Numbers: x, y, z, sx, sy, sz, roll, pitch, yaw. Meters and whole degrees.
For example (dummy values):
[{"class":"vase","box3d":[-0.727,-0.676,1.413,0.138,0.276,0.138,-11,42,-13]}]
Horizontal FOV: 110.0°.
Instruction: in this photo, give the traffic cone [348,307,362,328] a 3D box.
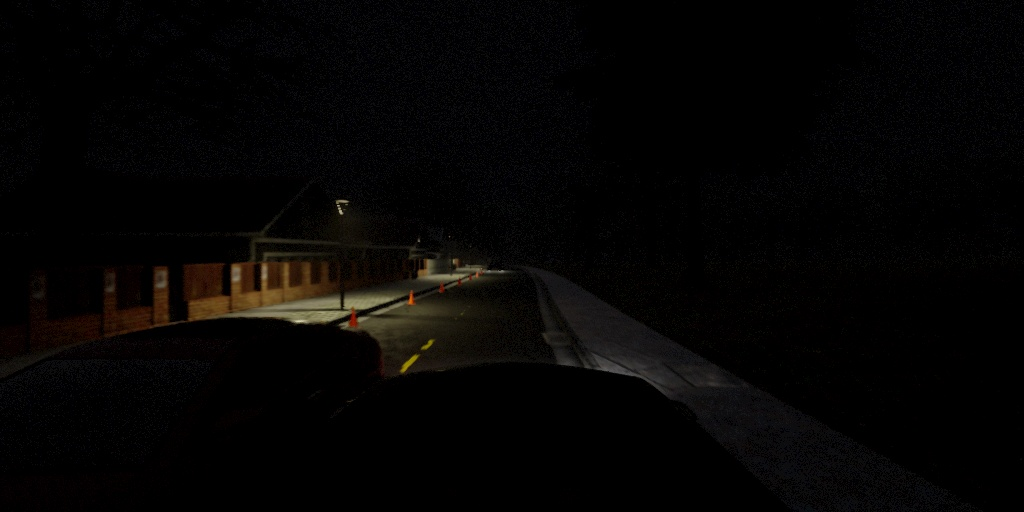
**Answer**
[{"class":"traffic cone","box3d":[-4.316,1.693,9.753,0.340,0.580,0.340,0,0,2]}]

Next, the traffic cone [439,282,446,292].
[{"class":"traffic cone","box3d":[-3.869,1.693,19.819,0.340,0.580,0.340,0,0,3]}]

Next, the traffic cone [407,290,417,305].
[{"class":"traffic cone","box3d":[-4.134,1.692,14.790,0.340,0.580,0.340,0,0,3]}]

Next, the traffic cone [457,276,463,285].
[{"class":"traffic cone","box3d":[-3.615,1.700,24.774,0.340,0.580,0.340,0,0,2]}]

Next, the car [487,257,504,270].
[{"class":"car","box3d":[-2.525,1.091,54.082,2.150,2.045,5.566,0,0,-6]}]

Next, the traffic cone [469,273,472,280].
[{"class":"traffic cone","box3d":[-3.440,1.712,29.732,0.340,0.580,0.340,0,0,2]}]

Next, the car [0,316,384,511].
[{"class":"car","box3d":[-2.427,1.271,2.575,1.812,1.442,4.674,0,0,0]}]

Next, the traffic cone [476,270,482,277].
[{"class":"traffic cone","box3d":[-3.343,1.728,34.693,0.340,0.580,0.340,0,0,1]}]
